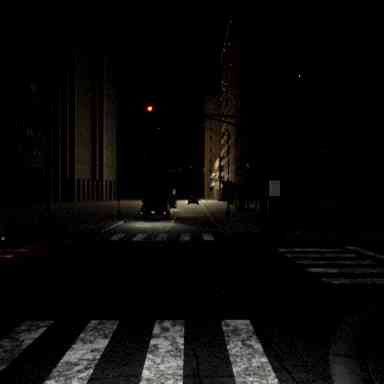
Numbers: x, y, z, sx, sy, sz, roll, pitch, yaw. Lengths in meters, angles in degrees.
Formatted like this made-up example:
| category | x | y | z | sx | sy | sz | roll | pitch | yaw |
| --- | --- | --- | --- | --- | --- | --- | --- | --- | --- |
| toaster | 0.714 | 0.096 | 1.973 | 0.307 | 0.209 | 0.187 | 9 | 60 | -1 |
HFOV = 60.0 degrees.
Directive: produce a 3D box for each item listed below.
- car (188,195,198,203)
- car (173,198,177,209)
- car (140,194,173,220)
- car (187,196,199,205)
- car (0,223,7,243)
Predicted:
| category | x | y | z | sx | sy | sz | roll | pitch | yaw |
| --- | --- | --- | --- | --- | --- | --- | --- | --- | --- |
| car | 0.208 | 1.475 | 67.846 | 1.882 | 1.535 | 5.008 | 0 | 0 | 0 |
| car | -3.018 | 1.548 | 45.681 | 2.033 | 1.411 | 5.357 | 0 | 0 | 0 |
| car | -3.059 | 1.220 | 28.735 | 2.150 | 2.045 | 5.566 | 0 | 0 | 0 |
| car | 0.196 | 1.525 | 57.937 | 1.812 | 1.442 | 4.674 | 0 | 0 | 0 |
| car | -9.408 | 1.532 | 12.182 | 4.674 | 1.442 | 1.812 | 0 | 1 | -11 |
